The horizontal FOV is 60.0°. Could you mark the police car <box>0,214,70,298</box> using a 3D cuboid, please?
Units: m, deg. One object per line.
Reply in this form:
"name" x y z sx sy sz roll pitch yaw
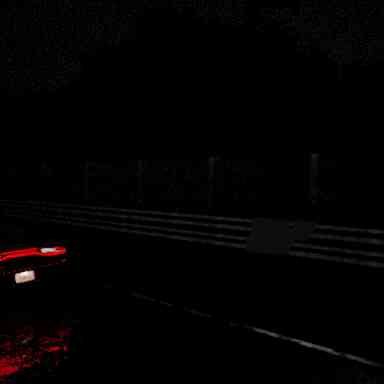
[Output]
"police car" -4.951 1.277 7.362 4.974 1.542 2.038 2 1 35
